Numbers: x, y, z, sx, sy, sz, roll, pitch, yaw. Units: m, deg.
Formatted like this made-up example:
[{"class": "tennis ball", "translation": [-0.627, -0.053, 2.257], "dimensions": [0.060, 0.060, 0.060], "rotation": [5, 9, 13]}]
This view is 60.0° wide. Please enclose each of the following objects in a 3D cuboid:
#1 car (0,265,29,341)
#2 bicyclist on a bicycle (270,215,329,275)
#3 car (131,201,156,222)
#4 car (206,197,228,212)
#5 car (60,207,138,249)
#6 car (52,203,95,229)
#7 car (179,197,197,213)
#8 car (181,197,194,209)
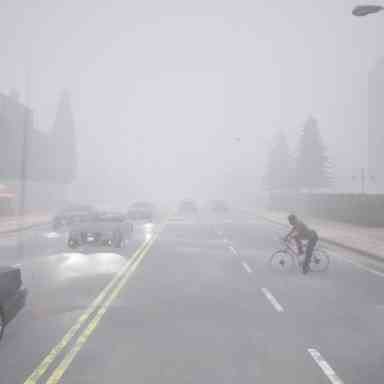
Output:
[{"class": "car", "translation": [-3.618, 1.548, 3.235], "dimensions": [2.033, 1.411, 5.357], "rotation": [0, 0, -1]}, {"class": "bicyclist on a bicycle", "translation": [2.928, 1.450, 9.112], "dimensions": [1.656, 1.620, 0.582], "rotation": [-2, 0, -1]}, {"class": "car", "translation": [-3.933, 1.505, 26.167], "dimensions": [1.837, 1.490, 4.892], "rotation": [0, 0, -1]}, {"class": "car", "translation": [3.076, 1.546, 38.620], "dimensions": [2.033, 1.411, 5.357], "rotation": [0, 0, -1]}, {"class": "car", "translation": [-3.778, 1.563, 14.351], "dimensions": [1.994, 1.385, 4.181], "rotation": [0, 0, 0]}, {"class": "car", "translation": [-7.325, 1.505, 21.385], "dimensions": [1.837, 1.490, 4.892], "rotation": [0, 0, 0]}, {"class": "car", "translation": [-0.432, 1.491, 37.206], "dimensions": [2.128, 1.511, 4.902], "rotation": [0, 0, -1]}, {"class": "car", "translation": [-0.619, 1.503, 47.701], "dimensions": [1.837, 1.490, 4.892], "rotation": [0, 0, 0]}]
